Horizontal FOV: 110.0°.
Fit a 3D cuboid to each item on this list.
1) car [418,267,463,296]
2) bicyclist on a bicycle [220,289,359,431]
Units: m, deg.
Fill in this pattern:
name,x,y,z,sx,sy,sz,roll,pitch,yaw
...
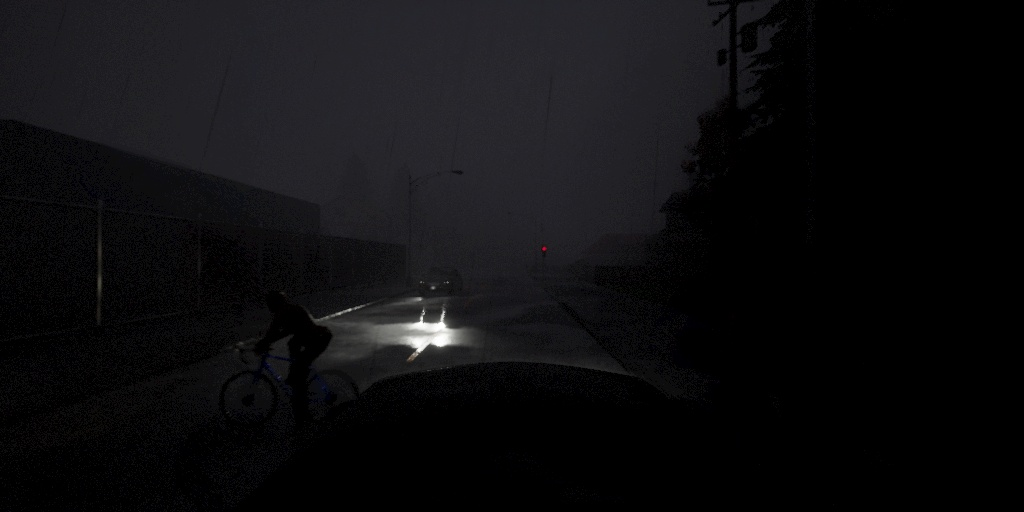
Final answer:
name,x,y,z,sx,sy,sz,roll,pitch,yaw
car,-3.981,1.374,20.654,2.128,1.511,4.902,0,-1,1
bicyclist on a bicycle,-2.610,1.220,4.210,1.656,1.620,0.582,-1,0,0
